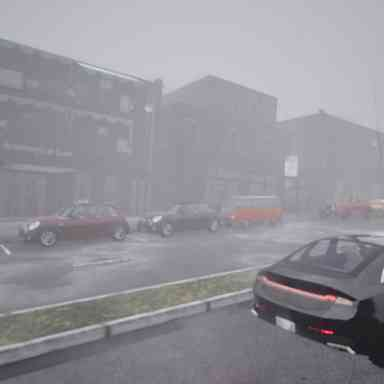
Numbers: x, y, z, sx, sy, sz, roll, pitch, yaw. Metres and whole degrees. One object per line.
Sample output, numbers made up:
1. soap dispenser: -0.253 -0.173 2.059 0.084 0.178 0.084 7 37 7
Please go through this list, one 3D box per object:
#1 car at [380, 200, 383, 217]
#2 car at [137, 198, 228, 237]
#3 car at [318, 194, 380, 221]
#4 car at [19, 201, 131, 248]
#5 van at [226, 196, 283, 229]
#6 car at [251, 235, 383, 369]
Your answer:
1. car: 17.283 1.480 30.916 5.008 1.535 2.097 0 0 -36
2. car: -0.651 1.330 18.046 4.553 1.767 2.185 0 0 -36
3. car: 12.869 1.223 27.748 5.566 2.045 2.435 0 0 -36
4. car: -5.140 1.324 14.825 4.553 1.767 2.185 0 0 -36
5. van: 3.718 1.236 21.182 4.442 1.987 1.878 0 0 -36
6. car: 3.183 1.497 5.712 4.902 1.511 2.128 0 0 -36
